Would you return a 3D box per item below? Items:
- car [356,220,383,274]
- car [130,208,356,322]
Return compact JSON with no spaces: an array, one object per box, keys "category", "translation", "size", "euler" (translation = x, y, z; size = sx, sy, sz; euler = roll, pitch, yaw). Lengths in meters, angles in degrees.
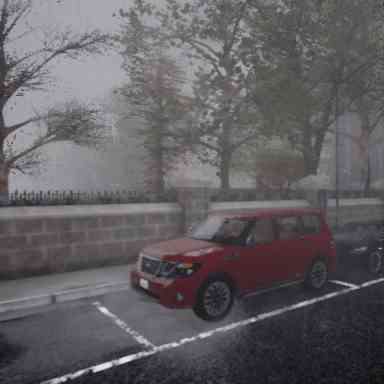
[{"category":"car","translation":[5.699,1.584,10.632],"size":[4.313,1.339,1.947],"euler":[0,0,-36]},{"category":"car","translation":[1.193,1.324,7.418],"size":[5.009,1.841,2.192],"euler":[0,0,-36]}]
